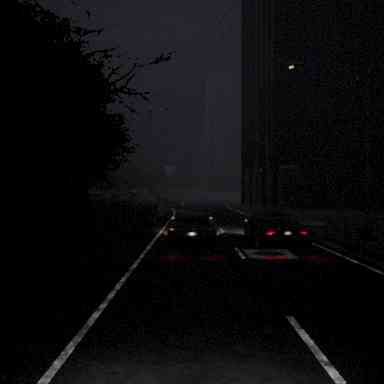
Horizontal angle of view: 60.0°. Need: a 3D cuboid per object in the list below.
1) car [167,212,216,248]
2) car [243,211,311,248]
[{"bbox_3d":[0.000,1.567,14.652,1.994,1.385,4.181,0,0,0],"label":"car"},{"bbox_3d":[3.500,1.558,14.652,2.033,1.411,5.357,0,0,0],"label":"car"}]
